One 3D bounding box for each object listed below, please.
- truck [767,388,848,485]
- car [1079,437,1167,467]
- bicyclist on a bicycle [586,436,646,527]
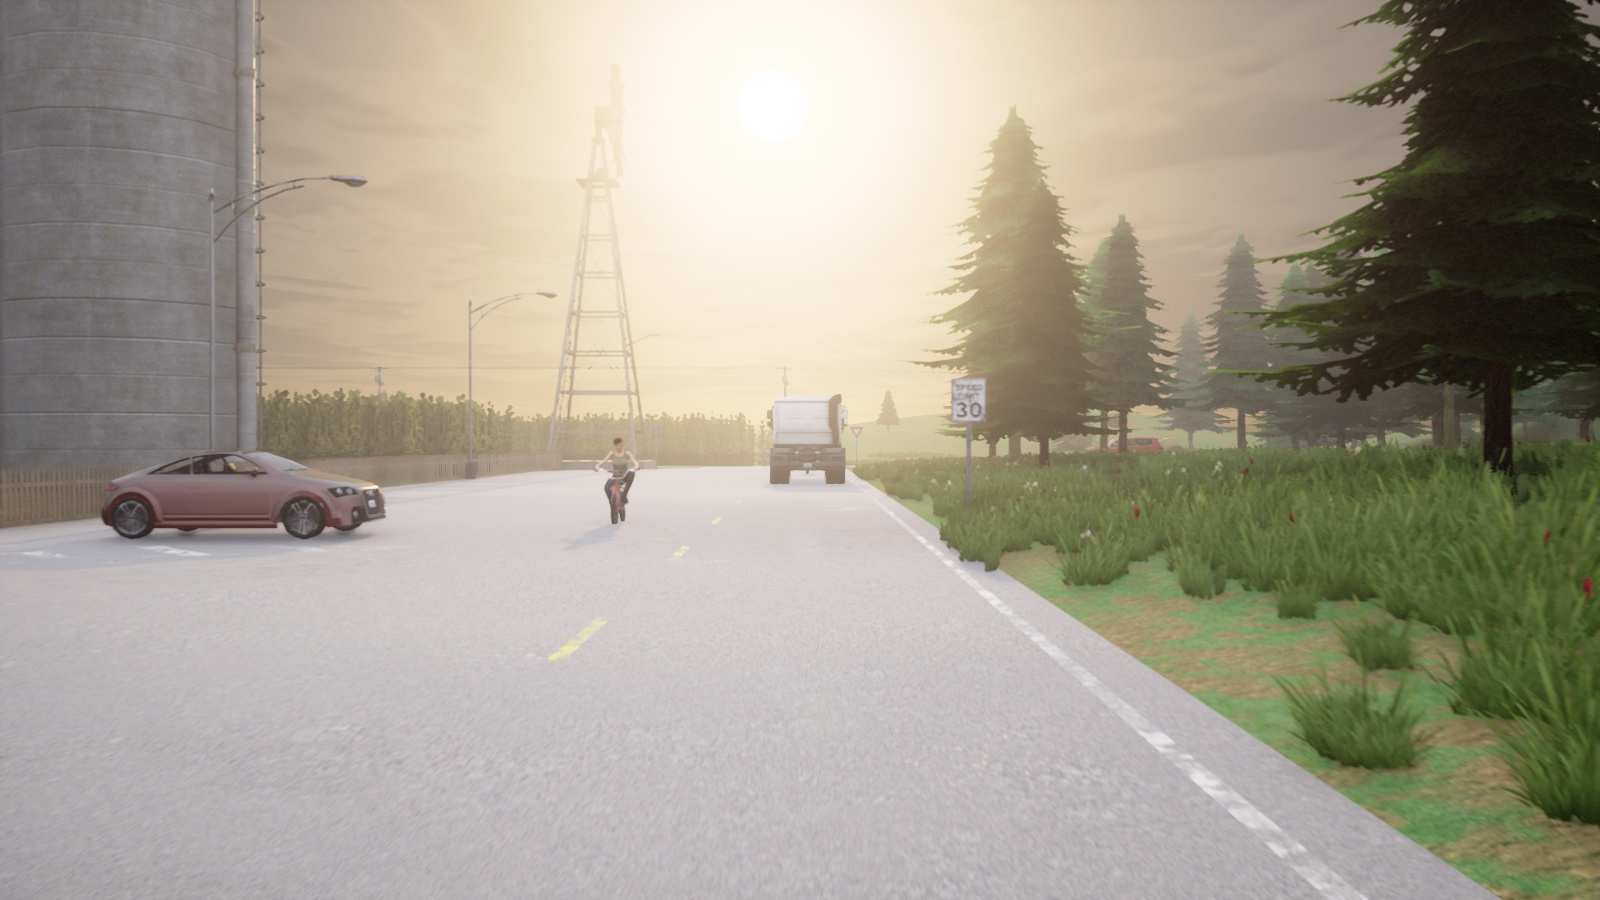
[{"bbox_3d":[0.294,-0.510,48.794,2.891,3.462,7.936,0,0,0],"label":"truck"},{"bbox_3d":[22.459,0.130,87.490,5.566,2.045,2.150,0,0,0],"label":"car"},{"bbox_3d":[-3.358,0.550,23.055,0.866,1.612,1.509,0,0,0],"label":"bicyclist on a bicycle"}]
